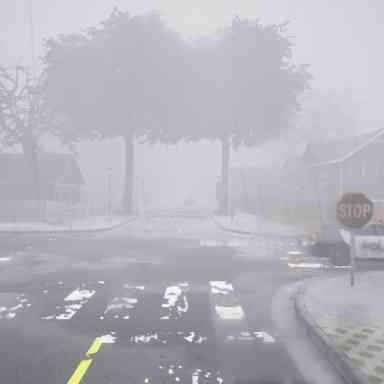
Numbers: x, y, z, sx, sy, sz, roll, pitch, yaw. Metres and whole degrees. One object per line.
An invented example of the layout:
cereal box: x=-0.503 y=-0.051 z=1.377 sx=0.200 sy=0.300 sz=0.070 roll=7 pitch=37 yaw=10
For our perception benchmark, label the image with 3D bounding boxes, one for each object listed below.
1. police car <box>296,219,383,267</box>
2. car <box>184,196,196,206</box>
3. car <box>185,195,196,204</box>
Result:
police car: x=6.317 y=1.685 z=11.543 sx=4.974 sy=1.542 sz=2.038 roll=1 pitch=1 yaw=0
car: x=-0.293 y=1.678 z=56.822 sx=1.994 sy=1.385 sz=4.181 roll=0 pitch=0 yaw=0
car: x=-0.345 y=1.503 z=66.841 sx=2.097 sy=1.767 sz=4.553 roll=0 pitch=0 yaw=0
